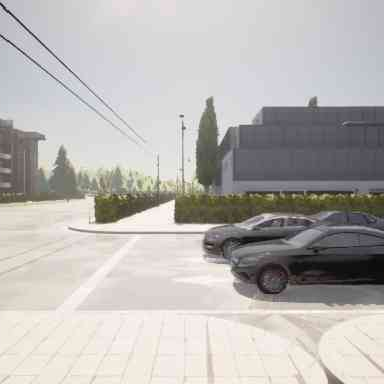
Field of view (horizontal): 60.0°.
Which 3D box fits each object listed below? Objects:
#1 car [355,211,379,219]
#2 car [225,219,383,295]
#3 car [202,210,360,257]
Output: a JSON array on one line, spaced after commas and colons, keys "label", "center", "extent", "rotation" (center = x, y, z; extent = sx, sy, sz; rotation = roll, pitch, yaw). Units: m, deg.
[{"label": "car", "center": [6.597, 1.547, 15.100], "extent": [5.357, 1.411, 2.033], "rotation": [0, 0, 0]}, {"label": "car", "center": [3.300, 1.526, 8.093], "extent": [4.674, 1.442, 1.812], "rotation": [0, 0, 0]}, {"label": "car", "center": [2.797, 1.491, 11.590], "extent": [4.902, 1.511, 2.128], "rotation": [0, 0, 0]}]
